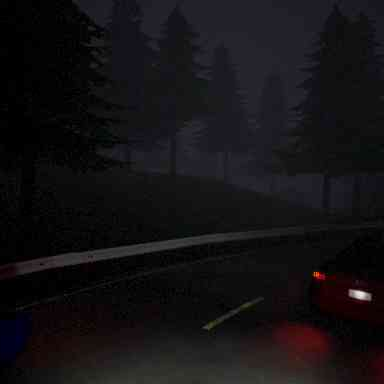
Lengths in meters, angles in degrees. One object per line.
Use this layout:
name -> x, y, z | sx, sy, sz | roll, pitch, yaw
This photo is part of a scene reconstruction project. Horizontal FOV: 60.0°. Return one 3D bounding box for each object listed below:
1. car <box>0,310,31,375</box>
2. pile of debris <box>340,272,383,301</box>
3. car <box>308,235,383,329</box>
car -> -3.489, 1.602, 2.007 | 1.895, 1.301, 4.718 | 0, 0, 18
pile of debris -> 4.580, 2.185, 7.627 | 1.860, 0.140, 1.500 | 0, 0, -39
car -> 4.008, 1.568, 6.621 | 1.994, 1.385, 4.181 | 1, 1, 44
